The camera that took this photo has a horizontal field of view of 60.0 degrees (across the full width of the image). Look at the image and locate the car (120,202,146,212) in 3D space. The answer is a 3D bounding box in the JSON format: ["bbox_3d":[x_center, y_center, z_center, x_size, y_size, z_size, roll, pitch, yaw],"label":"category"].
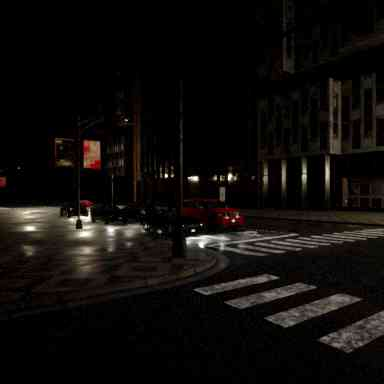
[{"bbox_3d":[-8.483,2.110,47.495,1.994,1.385,4.181,0,-1,-36],"label":"car"}]

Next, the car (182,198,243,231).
[{"bbox_3d":[1.008,1.455,22.774,2.150,2.045,5.566,0,-1,-34],"label":"car"}]

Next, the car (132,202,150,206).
[{"bbox_3d":[-4.647,1.716,30.639,2.097,1.767,4.553,0,-1,-36],"label":"car"}]

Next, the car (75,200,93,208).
[{"bbox_3d":[-21.173,2.318,65.217,1.882,1.535,5.008,0,-1,-36],"label":"car"}]

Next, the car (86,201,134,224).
[{"bbox_3d":[-7.167,1.855,28.568,1.882,1.535,5.008,0,-1,-36],"label":"car"}]

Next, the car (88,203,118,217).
[{"bbox_3d":[-10.430,2.024,38.724,1.812,1.442,4.674,0,-1,-35],"label":"car"}]

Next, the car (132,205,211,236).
[{"bbox_3d":[-1.476,1.793,20.617,2.033,1.411,5.357,0,-1,-36],"label":"car"}]

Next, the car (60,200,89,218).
[{"bbox_3d":[-13.078,1.867,36.840,2.097,1.767,4.553,0,-1,-35],"label":"car"}]
